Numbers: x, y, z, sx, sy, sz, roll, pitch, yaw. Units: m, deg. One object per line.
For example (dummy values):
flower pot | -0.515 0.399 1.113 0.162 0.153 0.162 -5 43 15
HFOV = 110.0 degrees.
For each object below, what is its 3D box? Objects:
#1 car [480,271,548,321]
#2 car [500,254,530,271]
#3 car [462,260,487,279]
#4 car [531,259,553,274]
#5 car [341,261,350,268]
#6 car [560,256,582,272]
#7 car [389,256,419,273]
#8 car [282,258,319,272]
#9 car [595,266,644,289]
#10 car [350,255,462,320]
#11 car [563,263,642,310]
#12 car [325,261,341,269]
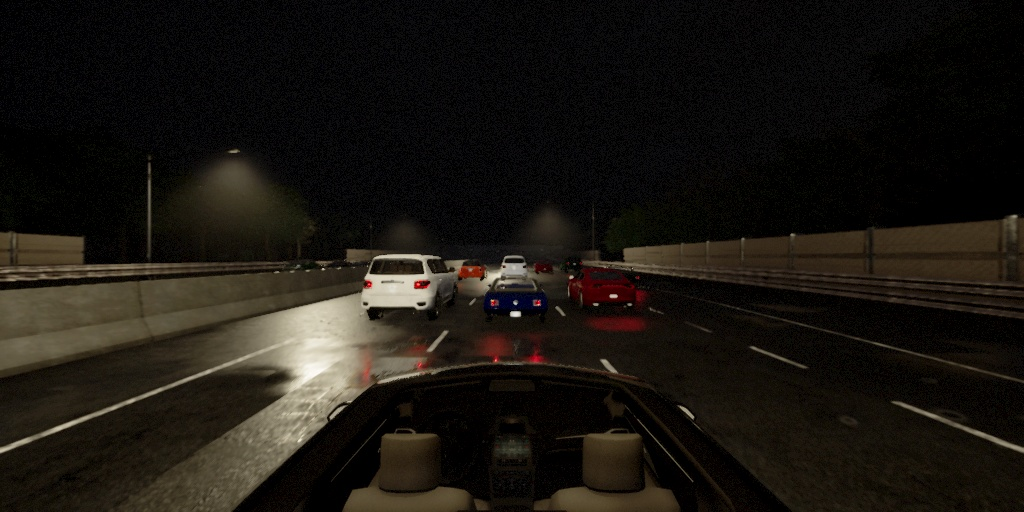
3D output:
car | 0.112 1.364 12.398 1.895 1.301 4.718 0 0 0
car | 0.184 1.024 30.777 2.150 2.045 5.566 0 0 0
car | -3.313 1.154 30.945 2.097 1.767 4.553 0 0 0
car | 3.665 1.309 42.323 1.882 1.535 5.008 0 0 0
car | -17.428 1.350 41.337 1.812 1.442 4.674 0 0 1
car | 7.281 1.056 44.292 2.150 2.045 5.566 0 0 1
car | -13.875 1.060 46.511 2.150 2.045 5.566 0 0 1
car | -24.420 1.174 41.553 2.097 1.767 4.553 0 0 1
car | 7.133 1.389 24.338 1.895 1.301 4.718 0 0 1
car | -3.387 0.985 12.853 2.150 2.045 5.566 0 0 0
car | 3.517 1.246 14.851 1.882 1.535 5.008 0 0 0
car | -20.899 1.335 43.778 1.837 1.490 4.892 0 -1 1
